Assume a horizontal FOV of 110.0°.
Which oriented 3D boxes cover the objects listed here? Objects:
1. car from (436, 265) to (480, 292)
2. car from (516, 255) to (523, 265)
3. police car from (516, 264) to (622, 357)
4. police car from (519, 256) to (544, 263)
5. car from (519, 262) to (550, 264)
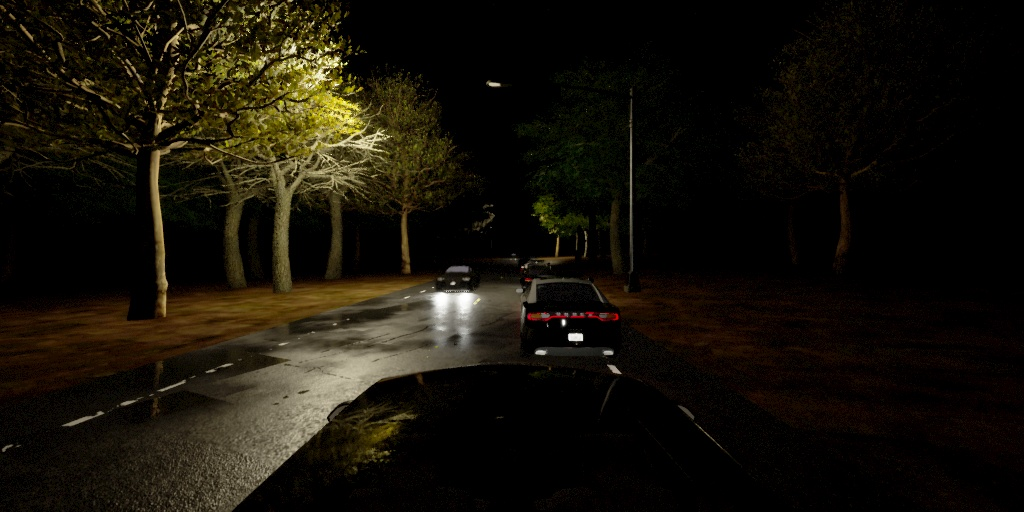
[{"bbox_3d":[-3.034,1.239,20.794,1.994,1.385,4.181,0,0,2],"label":"car"},{"bbox_3d":[1.819,0.838,50.133,1.837,1.490,4.892,0,1,2],"label":"car"},{"bbox_3d":[1.126,1.166,8.660,1.930,1.638,5.238,0,0,1],"label":"police car"},{"bbox_3d":[1.666,1.059,24.574,1.930,1.638,5.238,0,1,3],"label":"police car"},{"bbox_3d":[1.405,1.216,18.488,1.812,1.442,4.674,0,0,2],"label":"car"}]
